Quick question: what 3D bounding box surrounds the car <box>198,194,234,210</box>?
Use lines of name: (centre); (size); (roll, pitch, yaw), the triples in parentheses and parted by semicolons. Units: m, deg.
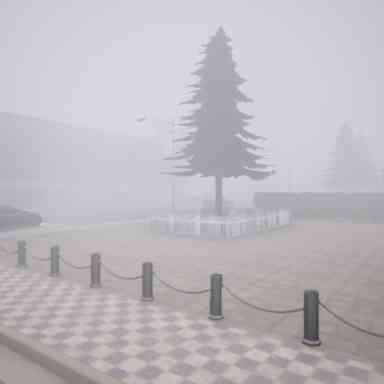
car: (3.169, 1.377, 39.434); (1.882, 1.535, 5.008); (0, 0, 36)

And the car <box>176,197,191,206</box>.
car: (-0.363, 1.447, 52.496); (1.895, 1.301, 4.718); (0, 0, 36)

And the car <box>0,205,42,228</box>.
car: (-11.062, 1.461, 19.456); (1.994, 1.385, 4.181); (0, 0, 35)

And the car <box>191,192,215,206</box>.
car: (2.782, 1.087, 50.864); (2.150, 2.045, 5.566); (0, 0, 36)
